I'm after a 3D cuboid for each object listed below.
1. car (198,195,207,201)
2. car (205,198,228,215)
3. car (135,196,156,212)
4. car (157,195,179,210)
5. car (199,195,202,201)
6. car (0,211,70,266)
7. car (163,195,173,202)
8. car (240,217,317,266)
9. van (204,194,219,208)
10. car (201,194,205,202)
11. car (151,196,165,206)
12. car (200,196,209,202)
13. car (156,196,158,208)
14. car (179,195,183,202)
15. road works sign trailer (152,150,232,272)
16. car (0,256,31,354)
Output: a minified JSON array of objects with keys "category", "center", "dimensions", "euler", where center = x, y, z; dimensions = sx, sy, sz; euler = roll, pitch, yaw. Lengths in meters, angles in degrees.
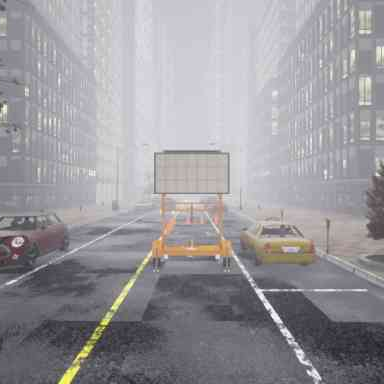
[{"category":"car","center":[2.664,1.514,85.162],"dimensions":[2.008,1.369,4.403],"euler":[0,0,0]},{"category":"car","center":[2.677,1.558,33.932],"dimensions":[1.947,1.339,4.313],"euler":[0,0,0]},{"category":"car","center":[-5.705,1.516,39.467],"dimensions":[1.752,1.417,4.829],"euler":[0,0,0]},{"category":"car","center":[-3.112,1.494,43.721],"dimensions":[1.837,1.490,4.892],"euler":[0,0,0]},{"category":"car","center":[2.670,1.562,62.393],"dimensions":[1.802,1.307,4.206],"euler":[0,0,0]},{"category":"car","center":[-5.698,1.439,11.178],"dimensions":[1.967,1.590,4.097],"euler":[0,0,0]},{"category":"car","center":[-5.715,1.534,79.480],"dimensions":[1.947,1.339,4.313],"euler":[0,0,0]},{"category":"car","center":[2.683,1.524,11.334],"dimensions":[1.752,1.417,4.829],"euler":[0,0,0]},{"category":"van","center":[2.674,1.331,39.624],"dimensions":[1.690,1.788,3.998],"euler":[0,0,0]},{"category":"car","center":[2.674,1.428,45.317],"dimensions":[1.967,1.590,4.097],"euler":[0,0,0]},{"category":"car","center":[-5.710,1.423,56.713],"dimensions":[1.967,1.590,4.097],"euler":[0,0,0]},{"category":"car","center":[2.667,1.517,73.778],"dimensions":[1.887,1.381,4.507],"euler":[0,0,0]},{"category":"car","center":[-5.706,1.570,45.329],"dimensions":[1.802,1.307,4.206],"euler":[0,0,0]},{"category":"car","center":[-3.022,1.517,78.101],"dimensions":[2.033,1.411,5.357],"euler":[0,0,0]},{"category":"road works sign trailer","center":[-0.004,0.463,10.742],"dimensions":[2.380,3.560,2.880],"euler":[0,0,0]},{"category":"car","center":[-3.101,1.547,1.555],"dimensions":[2.033,1.411,5.357],"euler":[0,0,0]}]
